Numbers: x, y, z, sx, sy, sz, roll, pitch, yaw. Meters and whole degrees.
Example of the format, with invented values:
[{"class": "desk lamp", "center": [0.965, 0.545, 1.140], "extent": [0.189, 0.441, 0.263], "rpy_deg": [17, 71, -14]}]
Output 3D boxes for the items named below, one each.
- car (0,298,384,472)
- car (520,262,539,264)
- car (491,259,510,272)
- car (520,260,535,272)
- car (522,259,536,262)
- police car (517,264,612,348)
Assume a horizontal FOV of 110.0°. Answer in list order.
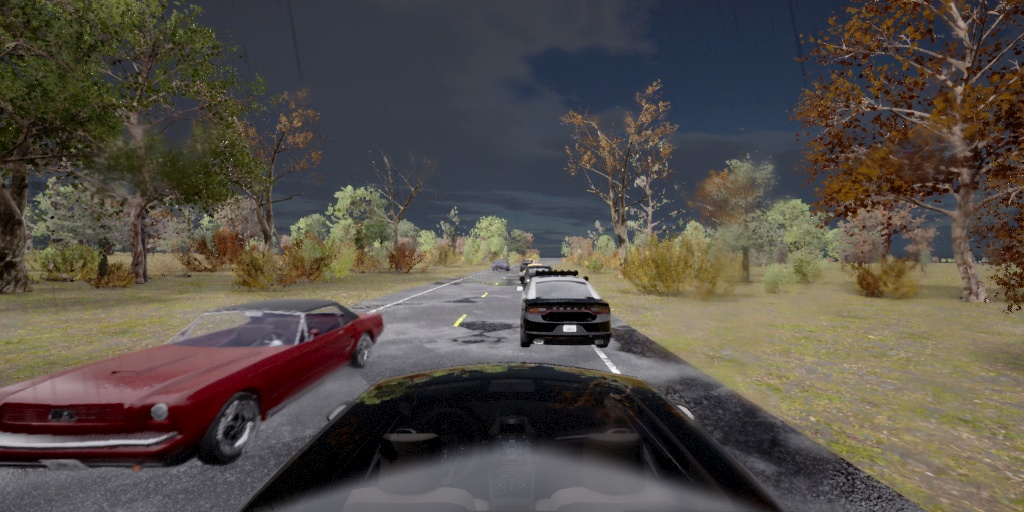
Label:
[{"class": "car", "center": [-3.553, 1.351, 5.064], "extent": [1.895, 1.301, 4.718], "rpy_deg": [0, 0, 1]}, {"class": "car", "center": [1.431, 1.263, 19.246], "extent": [1.837, 1.490, 4.892], "rpy_deg": [0, 0, 2]}, {"class": "car", "center": [-1.490, 1.180, 48.044], "extent": [2.097, 1.767, 4.553], "rpy_deg": [0, 0, 5]}, {"class": "car", "center": [2.109, 1.332, 47.897], "extent": [1.837, 1.490, 4.892], "rpy_deg": [0, 0, 6]}, {"class": "car", "center": [1.686, 1.219, 25.404], "extent": [1.801, 1.575, 5.366], "rpy_deg": [0, 0, 3]}, {"class": "police car", "center": [1.152, 1.177, 9.404], "extent": [1.930, 1.638, 5.238], "rpy_deg": [0, 0, 1]}]
